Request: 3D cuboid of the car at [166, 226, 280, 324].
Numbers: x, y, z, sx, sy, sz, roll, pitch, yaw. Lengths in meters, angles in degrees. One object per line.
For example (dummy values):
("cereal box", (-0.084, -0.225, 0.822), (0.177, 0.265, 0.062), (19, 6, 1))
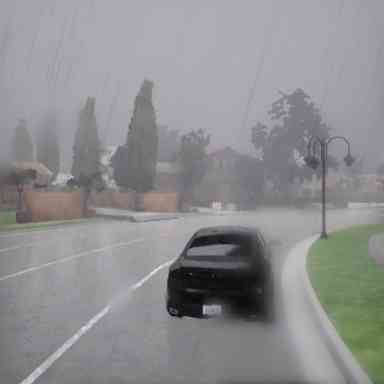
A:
("car", (0.844, 1.498, 7.242), (1.837, 1.490, 4.892), (0, 0, 13))
